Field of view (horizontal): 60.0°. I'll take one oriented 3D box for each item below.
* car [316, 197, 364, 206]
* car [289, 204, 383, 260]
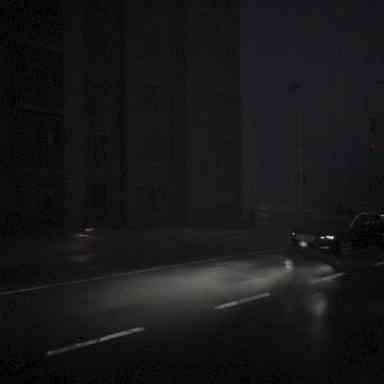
[{"bbox_3d":[14.977,1.260,33.920,2.128,1.511,4.902,0,0,-32],"label":"car"},{"bbox_3d":[5.613,1.408,12.223,4.902,1.511,2.128,0,0,-36],"label":"car"}]
